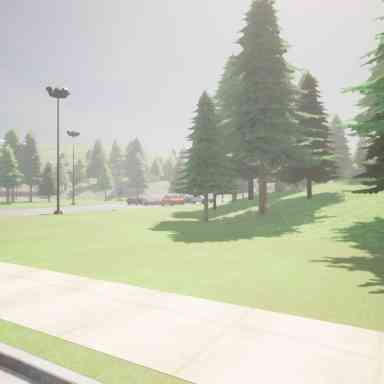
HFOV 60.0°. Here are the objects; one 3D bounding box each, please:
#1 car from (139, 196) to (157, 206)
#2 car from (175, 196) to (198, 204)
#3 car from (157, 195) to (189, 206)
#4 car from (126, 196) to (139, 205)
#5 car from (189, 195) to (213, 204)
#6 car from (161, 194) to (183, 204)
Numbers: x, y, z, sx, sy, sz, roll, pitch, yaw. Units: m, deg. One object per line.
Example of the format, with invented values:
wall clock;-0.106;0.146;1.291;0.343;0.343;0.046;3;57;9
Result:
car;-6.304;1.602;56.372;1.895;1.301;4.718;0;0;32
car;-0.997;1.549;65.227;2.033;1.411;5.357;0;0;31
car;-3.099;1.353;54.901;2.097;1.767;4.553;0;0;32
car;-9.326;1.493;58.143;2.128;1.511;4.902;0;0;32
car;2.012;1.223;63.439;2.150;2.045;5.566;0;0;31
car;-4.006;1.354;67.016;2.097;1.767;4.553;0;0;31
